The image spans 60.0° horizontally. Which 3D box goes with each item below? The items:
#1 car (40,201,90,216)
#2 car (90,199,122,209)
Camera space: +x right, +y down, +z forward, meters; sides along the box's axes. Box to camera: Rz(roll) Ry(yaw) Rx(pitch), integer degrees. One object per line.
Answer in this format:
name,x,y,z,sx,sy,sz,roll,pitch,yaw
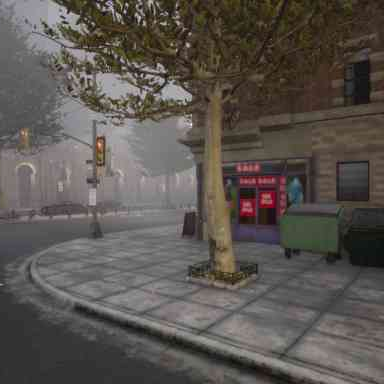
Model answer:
car,-12.701,1.564,32.894,1.994,1.385,4.181,0,0,36
car,-11.936,1.595,45.181,1.895,1.301,4.718,0,0,36
